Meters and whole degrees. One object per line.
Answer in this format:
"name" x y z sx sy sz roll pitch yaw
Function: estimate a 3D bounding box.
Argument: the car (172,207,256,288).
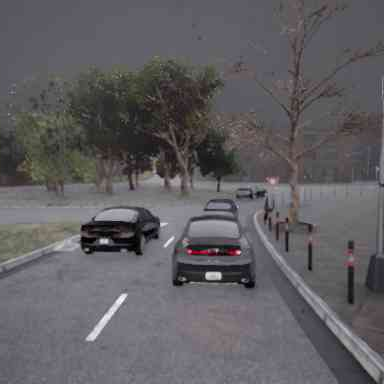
"car" 0.577 1.367 8.933 1.837 1.490 4.892 0 1 4

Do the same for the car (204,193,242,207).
"car" 1.562 1.087 18.205 2.033 1.411 5.357 1 3 8

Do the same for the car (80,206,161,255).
"car" -2.402 1.235 12.311 1.882 1.535 5.008 0 2 5

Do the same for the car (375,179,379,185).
"car" 36.582 -2.190 62.245 2.185 1.767 4.553 -1 4 -14

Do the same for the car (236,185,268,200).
"car" 6.367 -0.011 35.052 2.128 1.511 4.902 3 5 36
